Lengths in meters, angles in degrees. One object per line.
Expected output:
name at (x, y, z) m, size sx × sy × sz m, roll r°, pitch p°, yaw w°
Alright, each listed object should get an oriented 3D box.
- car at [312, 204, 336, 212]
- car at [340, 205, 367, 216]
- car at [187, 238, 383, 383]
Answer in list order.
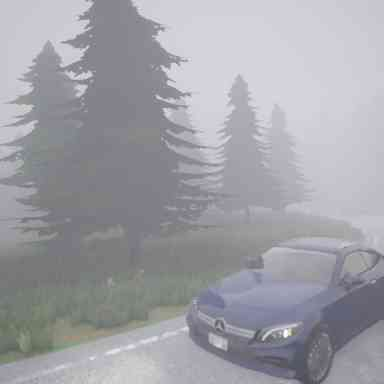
car at (21.751, 2.669, 55.079) m, size 1.895 × 1.301 × 4.718 m, roll -4°, pitch -1°, yaw -8°
car at (20.516, 2.303, 42.448) m, size 1.895 × 1.301 × 4.718 m, roll -3°, pitch -2°, yaw 7°
car at (2.015, 1.560, 5.598) m, size 4.674 × 1.442 × 1.812 m, roll 1°, pitch -1°, yaw -43°
